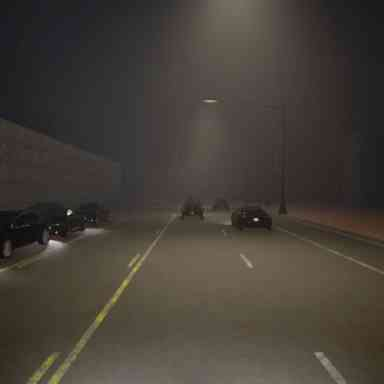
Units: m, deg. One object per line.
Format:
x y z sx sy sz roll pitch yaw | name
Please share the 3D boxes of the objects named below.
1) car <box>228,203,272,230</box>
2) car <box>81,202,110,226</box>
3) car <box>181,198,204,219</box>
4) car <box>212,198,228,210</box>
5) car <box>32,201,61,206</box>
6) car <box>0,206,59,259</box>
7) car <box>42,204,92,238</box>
3.601 1.529 20.702 1.994 1.385 4.181 0 0 0 | car
-6.998 1.465 22.983 1.837 1.490 4.892 0 0 0 | car
0.039 1.477 28.527 1.812 1.442 4.674 0 0 1 | car
3.593 1.454 41.839 1.812 1.442 4.674 0 0 0 | car
-10.498 1.436 23.817 1.882 1.535 5.008 0 0 0 | car
-7.066 1.484 12.632 1.837 1.490 4.892 0 0 1 | car
-6.998 1.556 17.396 1.994 1.385 4.181 0 0 0 | car
